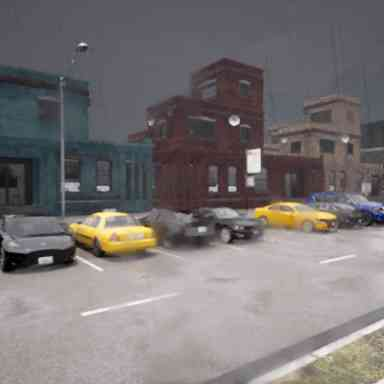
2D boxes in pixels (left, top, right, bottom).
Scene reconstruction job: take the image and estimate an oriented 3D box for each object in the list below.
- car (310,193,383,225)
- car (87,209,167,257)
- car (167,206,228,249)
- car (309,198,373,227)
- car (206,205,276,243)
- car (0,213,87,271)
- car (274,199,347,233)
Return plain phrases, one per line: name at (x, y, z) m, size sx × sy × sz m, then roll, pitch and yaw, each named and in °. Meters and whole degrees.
car at (10.411, 1.104, 22.441) m, size 2.435 × 2.045 × 5.566 m, roll 0°, pitch 0°, yaw -35°
car at (-3.302, 1.444, 12.966) m, size 1.946 × 1.575 × 5.366 m, roll 0°, pitch 0°, yaw -35°
car at (-0.943, 1.461, 14.443) m, size 2.163 × 1.488 × 4.792 m, roll 0°, pitch 0°, yaw -35°
car at (8.135, 1.372, 20.848) m, size 2.231 × 1.521 × 4.892 m, roll 0°, pitch 0°, yaw -35°
car at (1.238, 1.418, 15.958) m, size 2.097 × 1.535 × 5.008 m, roll 0°, pitch 0°, yaw -35°
car at (-5.447, 1.492, 11.186) m, size 2.163 × 1.488 × 4.792 m, roll 0°, pitch 0°, yaw -35°
car at (5.865, 1.386, 19.245) m, size 2.097 × 1.535 × 5.008 m, roll 0°, pitch 0°, yaw -35°
